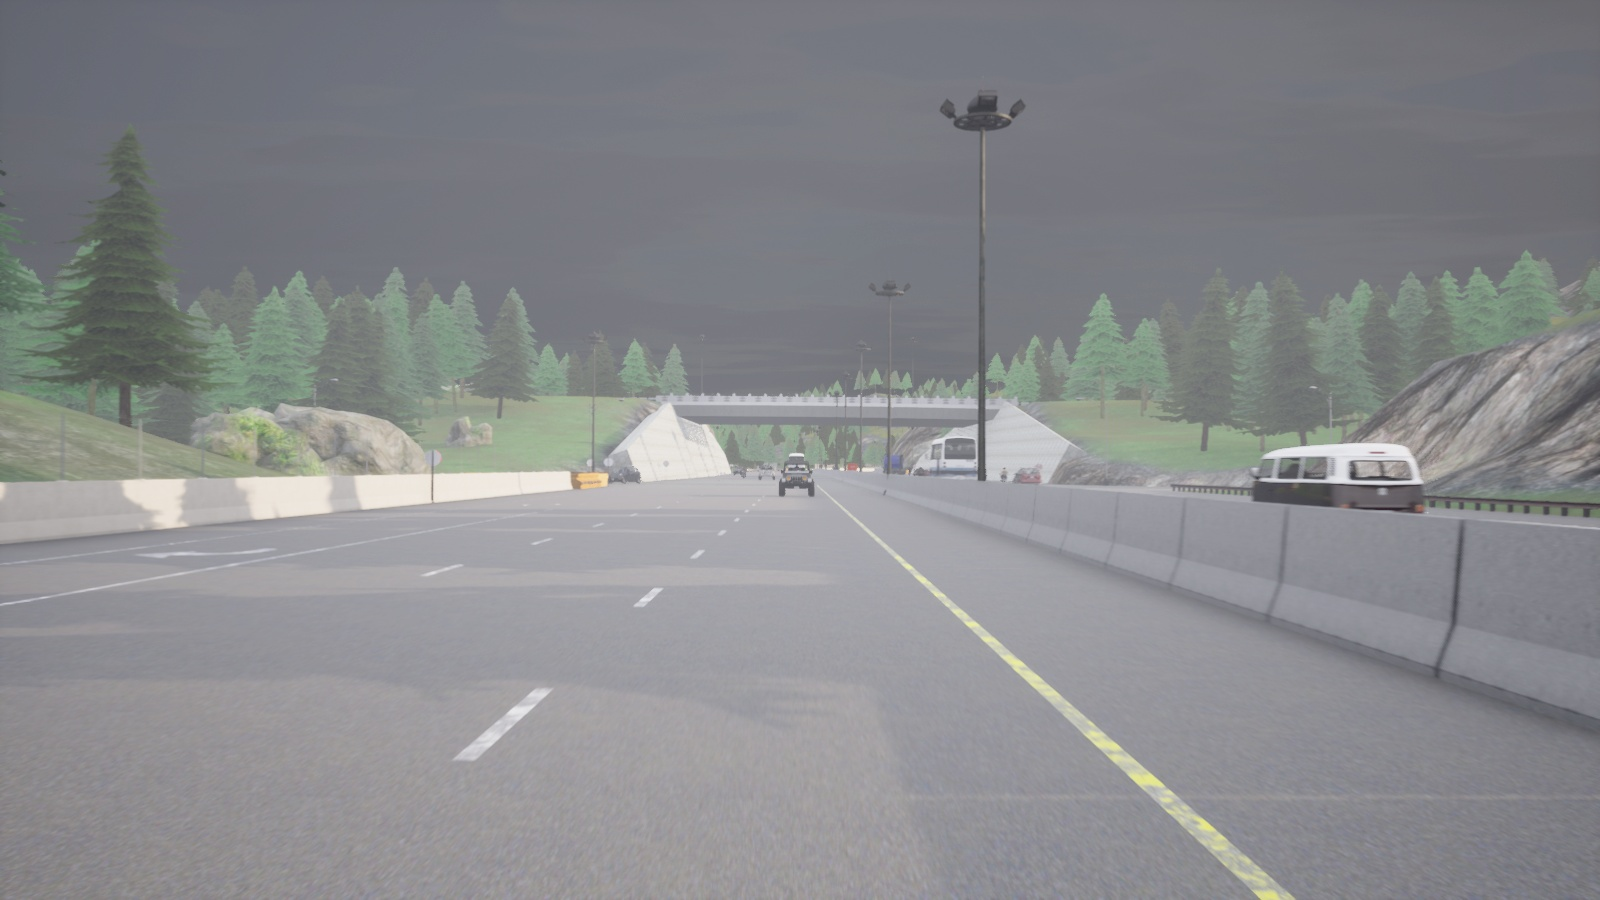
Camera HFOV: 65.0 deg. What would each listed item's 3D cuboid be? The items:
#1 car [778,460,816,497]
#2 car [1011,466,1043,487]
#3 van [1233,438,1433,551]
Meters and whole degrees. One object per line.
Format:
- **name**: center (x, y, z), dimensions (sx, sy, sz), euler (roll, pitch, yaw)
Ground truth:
- **car**: center (-0.159, 1.505, 66.737), dimensions (1.905, 1.878, 3.866), euler (0, -1, 0)
- **car**: center (17.273, 2.008, 95.596), dimensions (1.789, 1.549, 3.705), euler (0, -1, 0)
- **van**: center (10.439, 0.831, 25.021), dimensions (2.069, 2.038, 4.480), euler (0, 0, 0)
